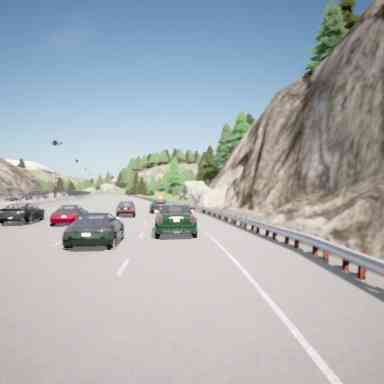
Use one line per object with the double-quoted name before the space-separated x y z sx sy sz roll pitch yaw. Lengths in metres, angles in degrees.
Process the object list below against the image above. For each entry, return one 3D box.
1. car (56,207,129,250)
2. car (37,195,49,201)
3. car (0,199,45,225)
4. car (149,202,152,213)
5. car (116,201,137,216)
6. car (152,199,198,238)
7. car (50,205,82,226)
"car" -4.134 1.576 14.509 1.994 1.385 4.181 0 0 -4
"car" -34.846 1.371 78.006 1.812 1.442 4.674 0 0 -13
"car" -12.246 1.523 24.306 2.128 1.511 4.902 0 0 -8
"car" -3.648 1.508 36.457 2.128 1.511 4.902 0 0 -11
"car" -6.381 1.569 32.235 2.033 1.411 5.357 0 0 -10
"car" -0.928 1.359 17.831 2.097 1.767 4.553 0 0 -5
"car" -8.645 1.588 23.777 1.994 1.385 4.181 0 0 -7
